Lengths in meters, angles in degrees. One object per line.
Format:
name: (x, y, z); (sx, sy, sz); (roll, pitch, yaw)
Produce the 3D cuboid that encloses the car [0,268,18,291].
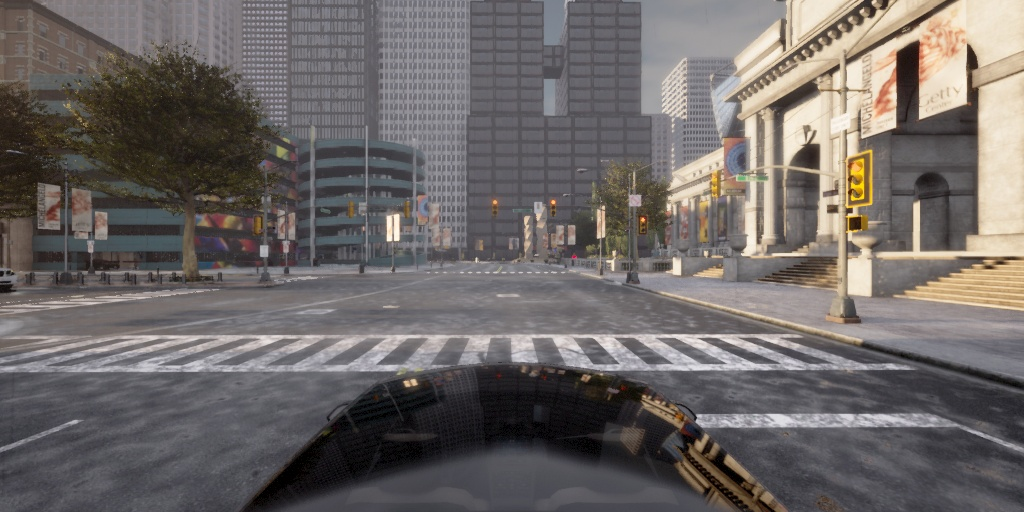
car: (-31.152, 0.971, 19.773); (5.566, 2.045, 2.150); (0, 0, 0)
